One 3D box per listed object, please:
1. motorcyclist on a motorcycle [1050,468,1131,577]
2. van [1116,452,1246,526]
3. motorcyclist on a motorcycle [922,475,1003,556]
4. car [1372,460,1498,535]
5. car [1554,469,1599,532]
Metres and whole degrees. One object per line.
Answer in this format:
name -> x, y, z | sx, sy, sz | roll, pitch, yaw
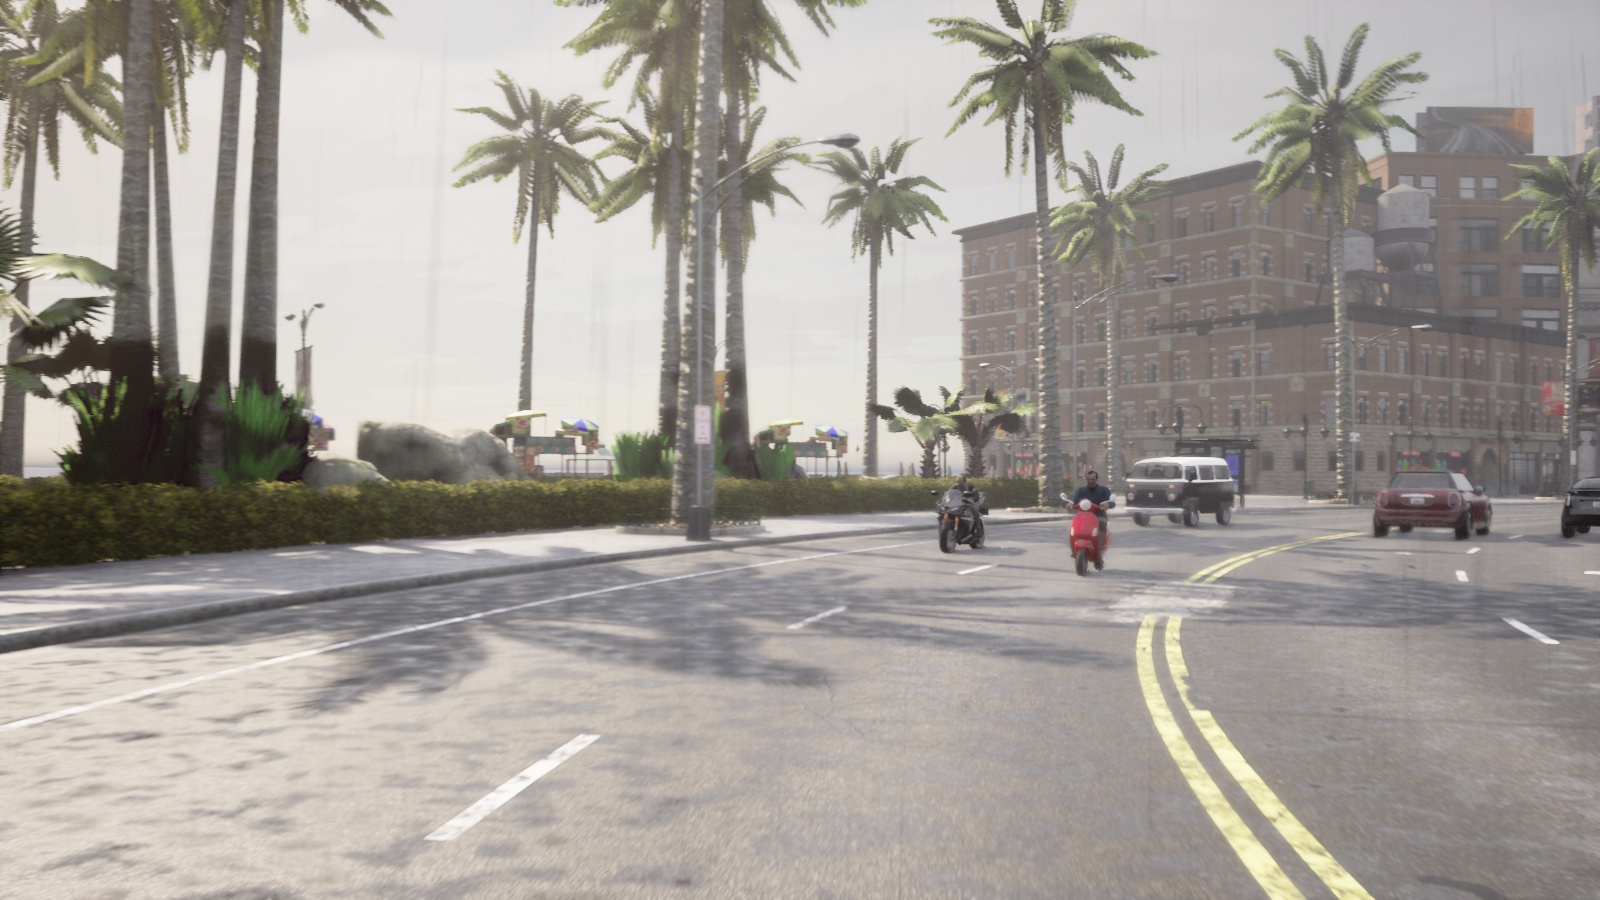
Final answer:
motorcyclist on a motorcycle -> 4.514, 1.080, 19.413 | 0.866, 1.590, 1.817 | 0, -1, 25
van -> 11.299, 1.125, 37.052 | 2.069, 2.038, 4.480 | -1, -1, 39
motorcyclist on a motorcycle -> 3.232, 1.256, 24.803 | 0.866, 1.530, 2.191 | 0, -1, 28
car -> 16.254, 1.161, 32.038 | 2.097, 1.767, 4.553 | -1, -1, 37
car -> 20.835, 1.237, 32.112 | 2.007, 1.525, 4.514 | -1, -1, 40
